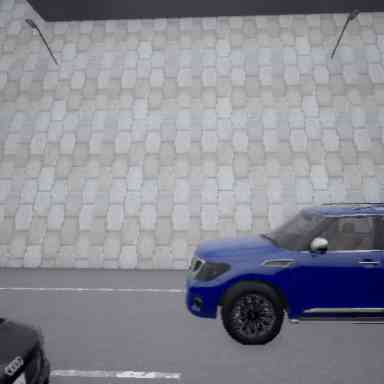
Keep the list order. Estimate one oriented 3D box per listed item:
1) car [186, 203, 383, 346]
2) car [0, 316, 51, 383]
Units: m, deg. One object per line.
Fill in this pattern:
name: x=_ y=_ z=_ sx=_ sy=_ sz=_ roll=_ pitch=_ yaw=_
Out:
car: x=2.680 y=1.220 z=5.790 sx=5.566 sy=2.045 sz=2.150 roll=0 pitch=0 yaw=3
car: x=-3.435 y=1.564 z=2.686 sx=4.181 sy=1.385 sz=1.994 roll=0 pitch=0 yaw=0
